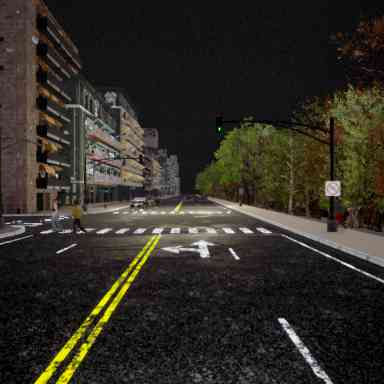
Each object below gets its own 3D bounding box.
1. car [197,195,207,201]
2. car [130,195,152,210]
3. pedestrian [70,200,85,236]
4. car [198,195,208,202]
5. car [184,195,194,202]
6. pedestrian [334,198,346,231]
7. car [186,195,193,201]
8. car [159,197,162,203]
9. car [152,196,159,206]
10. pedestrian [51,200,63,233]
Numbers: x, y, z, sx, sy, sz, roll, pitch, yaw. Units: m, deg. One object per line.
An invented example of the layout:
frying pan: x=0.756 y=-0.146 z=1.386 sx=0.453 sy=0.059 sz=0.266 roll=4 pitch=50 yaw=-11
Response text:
car: x=2.525 y=1.492 z=84.958 sx=2.128 sy=1.511 sz=4.902 roll=0 pitch=0 yaw=0
car: x=-6.975 y=1.500 z=44.075 sx=2.128 sy=1.511 sz=4.902 roll=0 pitch=0 yaw=0
pedestrian: x=-5.837 y=1.295 z=16.968 sx=0.375 sy=1.860 sz=0.375 roll=0 pitch=0 yaw=0
car: x=2.614 y=1.546 z=74.538 sx=2.128 sy=1.511 sz=4.902 roll=0 pitch=0 yaw=0
car: x=-0.636 y=1.545 z=74.507 sx=2.128 sy=1.511 sz=4.902 roll=0 pitch=0 yaw=0
pedestrian: x=7.818 y=1.143 z=17.783 sx=0.375 sy=1.860 sz=0.375 roll=0 pitch=0 yaw=0
car: x=-0.724 y=1.491 z=84.931 sx=1.812 sy=1.442 sz=4.674 roll=0 pitch=0 yaw=0
car: x=-7.092 y=1.622 z=66.851 sx=1.895 sy=1.301 sz=4.718 roll=0 pitch=0 yaw=0
car: x=-7.049 y=1.365 z=53.879 sx=2.097 sy=1.767 sz=4.553 roll=0 pitch=0 yaw=-1
pedestrian: x=-7.483 y=1.296 z=18.253 sx=0.375 sy=1.860 sz=0.375 roll=0 pitch=0 yaw=0
